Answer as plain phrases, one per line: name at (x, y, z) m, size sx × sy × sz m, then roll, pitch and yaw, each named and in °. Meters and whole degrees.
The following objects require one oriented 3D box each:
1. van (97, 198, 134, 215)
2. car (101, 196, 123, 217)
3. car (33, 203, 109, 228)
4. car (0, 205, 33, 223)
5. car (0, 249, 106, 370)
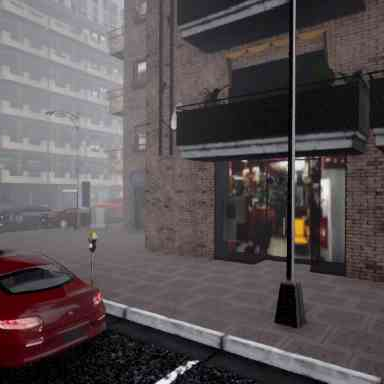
van at (-8.664, 1.606, 37.847) m, size 1.690 × 1.788 × 3.998 m, roll 0°, pitch -1°, yaw 36°
car at (-7.793, 1.481, 34.634) m, size 2.150 × 2.045 × 5.566 m, roll 1°, pitch 0°, yaw 36°
car at (-8.492, 1.756, 23.728) m, size 1.887 × 1.381 × 4.507 m, roll 0°, pitch -1°, yaw 36°
car at (-13.274, 1.727, 27.006) m, size 1.994 × 1.385 × 4.181 m, roll 1°, pitch 0°, yaw 36°
car at (-3.119, 1.582, 5.230) m, size 4.206 × 1.307 × 1.802 m, roll 0°, pitch 0°, yaw 36°
